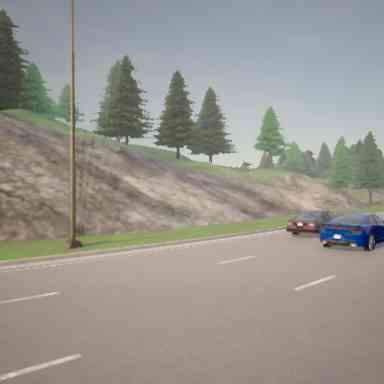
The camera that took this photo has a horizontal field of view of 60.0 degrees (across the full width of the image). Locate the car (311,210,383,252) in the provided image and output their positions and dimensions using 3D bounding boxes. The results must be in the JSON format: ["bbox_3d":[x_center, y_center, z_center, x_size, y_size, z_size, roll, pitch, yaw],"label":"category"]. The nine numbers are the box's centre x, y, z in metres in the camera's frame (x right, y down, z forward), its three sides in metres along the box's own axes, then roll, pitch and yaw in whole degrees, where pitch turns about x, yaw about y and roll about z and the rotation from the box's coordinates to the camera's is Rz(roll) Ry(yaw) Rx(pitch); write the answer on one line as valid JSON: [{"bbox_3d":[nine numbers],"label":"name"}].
[{"bbox_3d":[7.521,1.638,14.988,1.882,1.535,5.008,-1,-1,45],"label":"car"}]

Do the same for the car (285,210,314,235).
[{"bbox_3d":[7.412,1.780,19.592,2.033,1.411,5.357,-1,-1,42],"label":"car"}]
